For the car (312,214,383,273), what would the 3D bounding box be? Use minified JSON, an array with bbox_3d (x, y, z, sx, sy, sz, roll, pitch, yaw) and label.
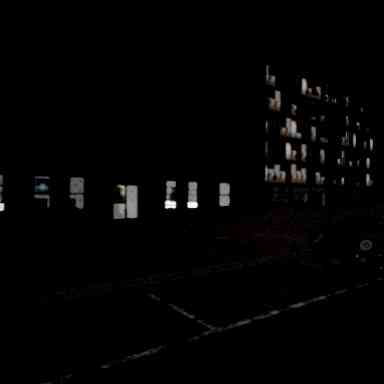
[{"bbox_3d":[5.674,1.441,10.597,4.097,1.590,1.967,0,1,-35],"label":"car"}]
